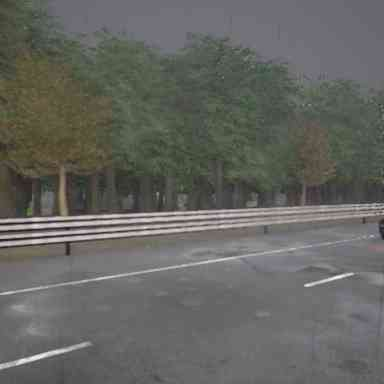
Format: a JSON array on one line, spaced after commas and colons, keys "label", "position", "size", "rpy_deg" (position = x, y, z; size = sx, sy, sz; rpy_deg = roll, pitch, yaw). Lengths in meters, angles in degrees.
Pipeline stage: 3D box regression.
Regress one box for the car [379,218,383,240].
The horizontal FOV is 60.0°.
[{"label": "car", "position": [10.656, 1.507, 15.647], "size": [4.892, 1.490, 1.837], "rpy_deg": [0, 0, -35]}]
